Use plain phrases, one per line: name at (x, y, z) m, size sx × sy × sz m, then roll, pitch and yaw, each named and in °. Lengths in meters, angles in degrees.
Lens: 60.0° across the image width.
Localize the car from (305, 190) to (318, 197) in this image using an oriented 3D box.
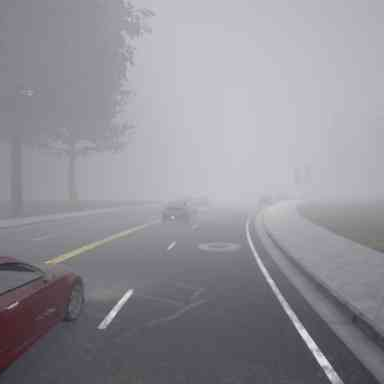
car at (29.605, 0.269, 82.525) m, size 2.097 × 1.767 × 4.553 m, roll -1°, pitch 0°, yaw 35°

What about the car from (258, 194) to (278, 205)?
car at (10.885, 1.140, 48.665) m, size 1.837 × 1.490 × 4.892 m, roll 0°, pitch 1°, yaw 23°

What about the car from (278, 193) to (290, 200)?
car at (17.796, 0.884, 65.293) m, size 1.812 × 1.442 × 4.674 m, roll -1°, pitch 1°, yaw 31°

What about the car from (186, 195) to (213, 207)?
car at (1.417, 1.304, 45.364) m, size 2.033 × 1.411 × 5.357 m, roll 0°, pitch 0°, yaw 20°

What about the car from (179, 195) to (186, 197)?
car at (-1.107, 1.239, 47.797) m, size 1.882 × 1.535 × 5.008 m, roll 0°, pitch 0°, yaw 21°

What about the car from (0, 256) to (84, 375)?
car at (-2.950, 1.507, 4.207) m, size 1.812 × 1.442 × 4.674 m, roll 0°, pitch 0°, yaw 2°

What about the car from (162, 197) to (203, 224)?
car at (-0.787, 1.395, 23.722) m, size 2.128 × 1.511 × 4.902 m, roll 0°, pitch 0°, yaw 10°
